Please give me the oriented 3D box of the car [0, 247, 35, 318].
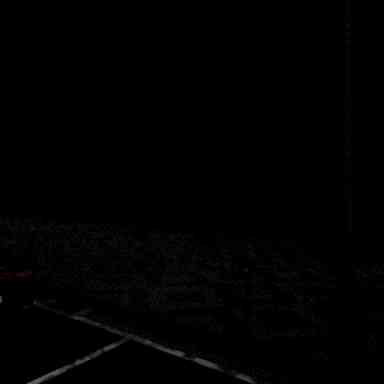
[{"bbox_3d":[-4.840,1.541,6.413,4.507,1.381,1.887,0,0,35],"label":"car"}]
